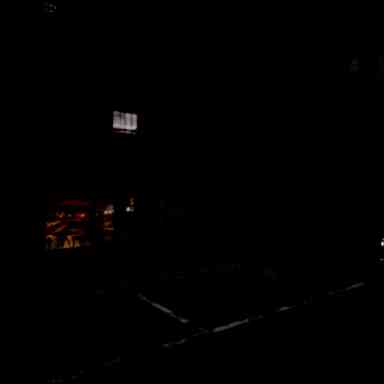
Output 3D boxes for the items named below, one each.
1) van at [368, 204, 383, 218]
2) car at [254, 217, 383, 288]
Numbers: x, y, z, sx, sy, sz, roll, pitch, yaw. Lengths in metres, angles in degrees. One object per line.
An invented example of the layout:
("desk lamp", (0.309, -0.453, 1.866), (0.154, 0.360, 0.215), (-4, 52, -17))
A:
("van", (8.224, 1.281, 12.420), (3.998, 1.788, 1.690), (0, 0, -35))
("car", (3.624, 1.530, 9.142), (4.313, 1.339, 1.947), (0, 0, -35))
